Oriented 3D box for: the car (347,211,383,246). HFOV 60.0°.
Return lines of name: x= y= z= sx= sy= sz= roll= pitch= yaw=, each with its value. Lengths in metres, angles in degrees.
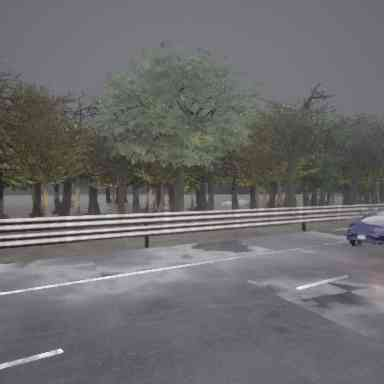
car: x=8.296 y=1.526 z=13.801 sx=4.674 sy=1.442 sz=1.812 roll=0 pitch=0 yaw=-34
